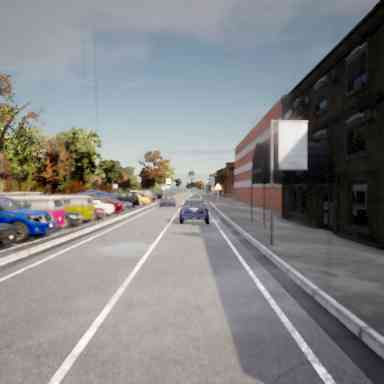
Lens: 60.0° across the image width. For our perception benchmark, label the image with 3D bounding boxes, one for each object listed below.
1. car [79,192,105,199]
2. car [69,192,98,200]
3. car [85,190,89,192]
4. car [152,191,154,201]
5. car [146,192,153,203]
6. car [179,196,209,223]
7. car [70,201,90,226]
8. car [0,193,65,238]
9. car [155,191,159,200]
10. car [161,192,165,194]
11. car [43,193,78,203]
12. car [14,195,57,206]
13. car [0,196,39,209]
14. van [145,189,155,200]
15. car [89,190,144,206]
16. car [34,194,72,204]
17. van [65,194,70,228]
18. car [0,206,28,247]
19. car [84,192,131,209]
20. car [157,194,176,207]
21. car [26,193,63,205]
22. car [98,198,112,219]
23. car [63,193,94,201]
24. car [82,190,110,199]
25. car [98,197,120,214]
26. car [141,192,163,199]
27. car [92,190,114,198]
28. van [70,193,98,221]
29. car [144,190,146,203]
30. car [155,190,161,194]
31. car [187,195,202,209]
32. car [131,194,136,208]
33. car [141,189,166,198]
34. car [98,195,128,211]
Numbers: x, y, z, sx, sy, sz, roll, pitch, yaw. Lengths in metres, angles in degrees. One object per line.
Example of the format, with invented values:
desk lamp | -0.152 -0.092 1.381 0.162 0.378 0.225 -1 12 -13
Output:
car | -21.583 0.779 71.928 4.892 1.521 2.231 0 1 0
car | -21.599 0.866 66.281 4.892 1.521 2.231 0 1 0
car | -21.629 0.948 60.634 5.008 1.535 2.097 0 1 0
car | -9.093 1.073 54.993 4.674 1.452 2.002 0 1 0
car | -8.940 1.114 49.341 5.366 1.575 1.946 0 1 0
car | 0.164 1.292 25.176 2.097 1.767 4.553 0 0 0
car | -9.281 1.500 21.066 4.674 1.452 2.002 0 0 0
car | -9.281 1.192 15.416 5.566 2.045 2.435 0 0 0
car | -9.036 0.979 60.643 4.792 1.488 2.163 0 1 0
car | -8.998 0.779 71.944 5.008 1.535 2.097 0 1 0
car | -21.669 1.034 54.863 5.008 1.535 2.097 0 1 0
car | -21.715 1.159 46.394 5.008 1.535 2.097 0 1 0
car | -21.747 1.243 40.872 4.892 1.521 2.231 0 1 0
van | -9.197 0.765 57.815 4.442 1.987 1.878 0 1 0
car | -9.200 0.991 40.862 5.566 2.045 2.435 0 1 0
car | -21.675 1.076 52.040 5.008 1.535 2.097 0 1 0
van | -9.410 1.226 18.242 4.442 1.987 1.878 0 0 0
car | -9.329 1.436 12.589 5.008 1.535 2.097 0 0 0
car | -9.233 1.201 35.213 4.553 1.767 2.185 0 1 0
car | -3.139 1.299 44.175 1.994 1.385 4.181 0 1 1
car | -21.726 0.992 49.215 4.553 1.767 2.185 0 1 0
car | -9.250 1.487 26.731 4.674 1.452 2.002 0 1 0
car | -21.613 0.907 63.458 5.008 1.535 2.097 0 1 0
car | -21.535 0.484 74.623 5.566 2.045 2.435 0 1 0
car | -9.230 1.450 29.565 4.674 1.452 2.002 0 1 0
car | -8.986 0.774 74.772 4.674 1.452 2.002 0 1 0
car | -21.469 0.508 80.404 4.553 1.767 2.185 0 0 0
van | -9.380 1.238 23.772 4.442 1.987 1.878 0 0 0
car | -9.172 1.033 46.515 4.553 1.767 2.185 0 1 0
car | -9.032 0.905 66.295 4.674 1.452 2.002 0 1 0
car | 0.286 1.257 42.917 1.837 1.490 4.892 0 1 0
car | -9.189 1.324 38.041 4.674 1.452 2.002 0 1 0
car | -8.945 0.437 77.592 5.566 2.045 2.435 0 1 0
car | -9.212 1.368 32.390 5.008 1.535 2.097 0 1 0
